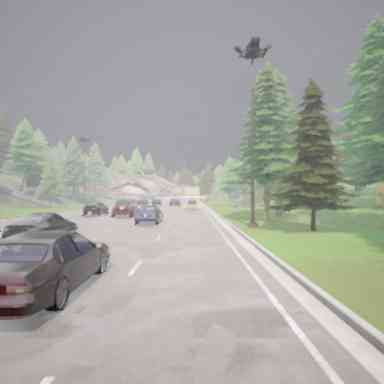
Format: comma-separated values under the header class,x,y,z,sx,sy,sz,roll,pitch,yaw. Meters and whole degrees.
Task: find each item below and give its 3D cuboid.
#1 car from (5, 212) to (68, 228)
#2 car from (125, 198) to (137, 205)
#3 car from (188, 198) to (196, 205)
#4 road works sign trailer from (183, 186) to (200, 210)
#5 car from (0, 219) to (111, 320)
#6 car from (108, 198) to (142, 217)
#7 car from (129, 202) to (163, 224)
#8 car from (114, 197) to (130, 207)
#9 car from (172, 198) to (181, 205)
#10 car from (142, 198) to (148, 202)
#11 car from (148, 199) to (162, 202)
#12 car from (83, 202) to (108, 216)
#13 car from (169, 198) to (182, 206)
class,x,y,z,sx,sy,sz,roll,pitch,yaw
car,-6.893,1.664,15.475,1.812,1.442,4.674,0,0,0
car,-13.971,2.108,76.111,1.812,1.442,4.674,0,-1,0
car,0.029,2.122,76.105,2.033,1.411,5.357,0,-1,0
road works sign trailer,0.018,0.897,48.841,2.380,3.560,2.880,0,-1,0
car,-3.397,1.618,7.776,2.033,1.411,5.357,0,0,0
car,-6.886,1.661,34.803,2.097,1.767,4.553,0,0,0
car,-3.390,1.785,26.719,2.033,1.411,5.357,0,0,0
car,-13.975,1.939,66.497,2.097,1.767,4.553,0,-1,0
car,-3.471,2.064,76.524,1.882,1.535,5.008,0,-1,0
car,-10.473,2.111,71.525,1.882,1.535,5.008,0,-1,0
car,-6.975,2.081,65.690,1.837,1.490,4.892,0,-1,0
car,-10.387,1.827,36.220,1.837,1.490,4.892,0,0,0
car,-3.475,1.939,66.493,2.097,1.767,4.553,0,-1,0
